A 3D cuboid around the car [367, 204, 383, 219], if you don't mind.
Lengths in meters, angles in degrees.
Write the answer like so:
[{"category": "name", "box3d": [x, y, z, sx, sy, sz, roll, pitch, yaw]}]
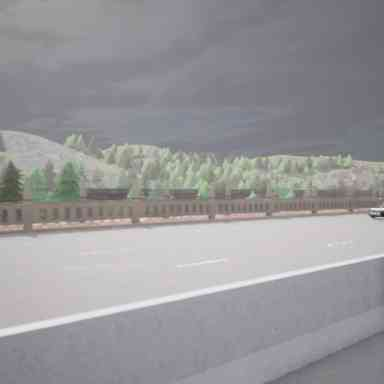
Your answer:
[{"category": "car", "box3d": [16.605, 1.590, 27.535, 4.718, 1.301, 1.895, 0, 0, -33]}]
